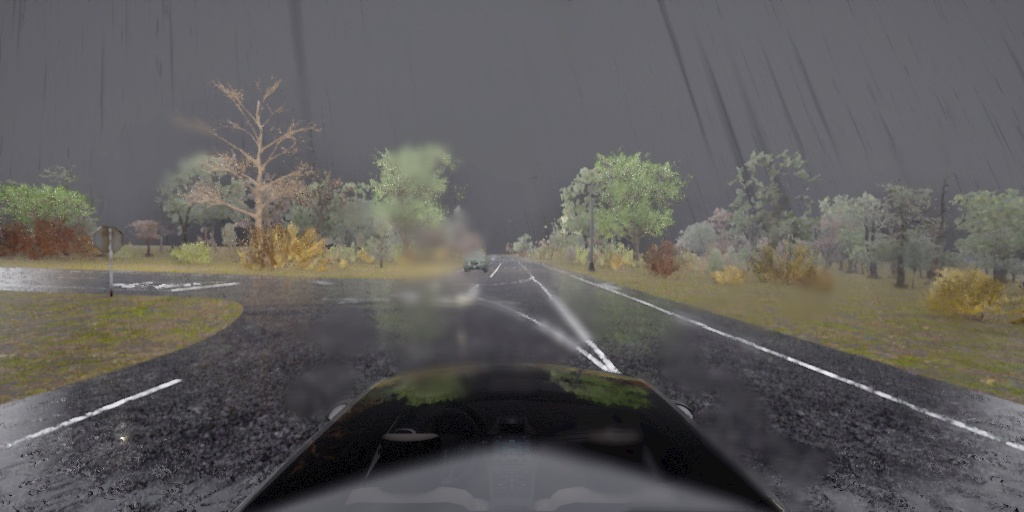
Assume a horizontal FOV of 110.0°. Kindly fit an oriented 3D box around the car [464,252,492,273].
[{"bbox_3d":[-3.543,0.654,36.885,2.150,2.045,5.566,0,1,0],"label":"car"}]
